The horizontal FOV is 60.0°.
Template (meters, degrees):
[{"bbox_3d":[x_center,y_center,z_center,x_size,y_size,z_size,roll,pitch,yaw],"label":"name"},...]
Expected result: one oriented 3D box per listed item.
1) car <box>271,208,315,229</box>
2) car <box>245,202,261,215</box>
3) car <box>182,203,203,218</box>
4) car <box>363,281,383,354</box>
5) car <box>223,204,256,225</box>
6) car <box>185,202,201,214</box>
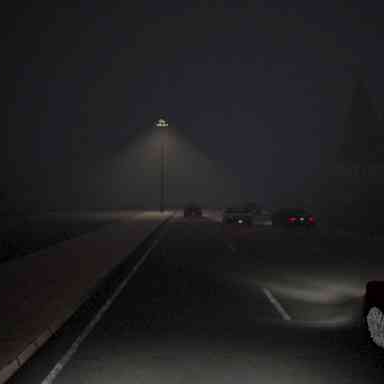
[{"bbox_3d":[7.102,1.828,23.910,2.033,1.411,5.357,0,-1,0],"label":"car"},{"bbox_3d":[7.105,1.977,40.242,1.837,1.490,4.892,0,0,0],"label":"car"},{"bbox_3d":[0.097,1.931,34.592,1.812,1.442,4.674,0,-1,0],"label":"car"},{"bbox_3d":[3.598,1.516,3.194,1.882,1.535,5.008,0,-1,0],"label":"car"},{"bbox_3d":[3.602,1.917,26.975,1.895,1.301,4.718,0,-1,0],"label":"car"},{"bbox_3d":[0.110,2.075,43.653,1.994,1.385,4.181,0,-1,0],"label":"car"}]
